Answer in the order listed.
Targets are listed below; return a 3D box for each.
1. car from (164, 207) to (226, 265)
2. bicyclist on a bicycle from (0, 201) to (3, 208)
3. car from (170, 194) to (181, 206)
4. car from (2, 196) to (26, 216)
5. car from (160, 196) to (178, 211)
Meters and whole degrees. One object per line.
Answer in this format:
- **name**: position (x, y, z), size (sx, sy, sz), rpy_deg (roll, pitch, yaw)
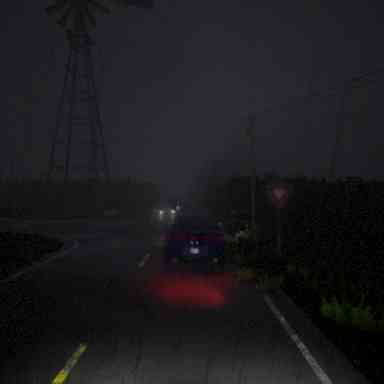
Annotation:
- **car**: position (0.094, 1.524, 11.864), size (1.882, 1.535, 5.008), rpy_deg (0, 0, 0)
- **bicyclist on a bicycle**: position (-20.661, 1.460, 35.396), size (0.582, 1.620, 1.656), rpy_deg (0, 0, 24)
- **car**: position (-3.213, 1.457, 60.915), size (2.150, 2.045, 5.566), rpy_deg (0, 0, 1)
- **car**: position (-17.211, 1.343, 32.122), size (1.905, 1.878, 3.866), rpy_deg (0, 0, -31)
- **car**: position (-3.268, 1.700, 44.875), size (1.812, 1.442, 4.674), rpy_deg (0, 0, 0)
